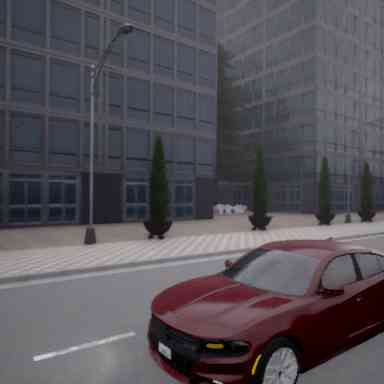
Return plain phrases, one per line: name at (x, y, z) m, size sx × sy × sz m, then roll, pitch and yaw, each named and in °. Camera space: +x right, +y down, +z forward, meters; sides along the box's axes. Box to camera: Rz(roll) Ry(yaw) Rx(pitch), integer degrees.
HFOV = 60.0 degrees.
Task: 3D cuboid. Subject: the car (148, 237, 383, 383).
car at (1.715, 1.534, 5.235) m, size 5.008 × 1.535 × 1.882 m, roll 0°, pitch 0°, yaw -36°
